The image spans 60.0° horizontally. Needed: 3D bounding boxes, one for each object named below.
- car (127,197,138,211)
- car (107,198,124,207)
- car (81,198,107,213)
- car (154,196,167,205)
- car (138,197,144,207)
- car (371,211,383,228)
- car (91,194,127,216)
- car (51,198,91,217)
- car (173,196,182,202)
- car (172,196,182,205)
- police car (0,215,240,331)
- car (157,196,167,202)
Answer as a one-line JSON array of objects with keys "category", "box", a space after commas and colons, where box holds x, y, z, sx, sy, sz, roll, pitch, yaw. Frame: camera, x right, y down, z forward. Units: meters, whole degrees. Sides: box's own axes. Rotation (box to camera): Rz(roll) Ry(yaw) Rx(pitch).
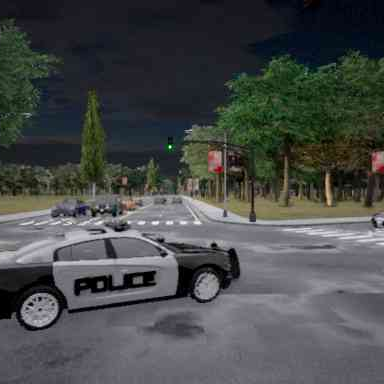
[{"category": "car", "box": [-8.407, 1.392, 41.485, 2.097, 1.767, 4.553, 0, 0, -2]}, {"category": "car", "box": [-12.155, 1.658, 53.221, 1.895, 1.301, 4.718, 0, 0, -2]}, {"category": "car", "box": [-11.580, 1.540, 39.521, 1.837, 1.490, 4.892, 0, 0, -2]}, {"category": "car", "box": [-5.992, 1.570, 61.982, 2.128, 1.511, 4.902, 0, 0, -3]}, {"category": "car", "box": [-8.887, 1.584, 52.954, 1.812, 1.442, 4.674, 0, 0, -2]}, {"category": "car", "box": [13.687, 1.599, 21.382, 4.902, 1.511, 2.128, 0, 0, -25]}, {"category": "car", "box": [-7.986, 1.250, 31.820, 2.150, 2.045, 5.566, 0, 0, -2]}, {"category": "car", "box": [-11.188, 1.377, 30.574, 2.097, 1.767, 4.553, 0, 0, -2]}, {"category": "car", "box": [-3.205, 1.535, 72.563, 1.895, 1.301, 4.718, 0, 0, -3]}, {"category": "car", "box": [-2.745, 1.572, 62.125, 2.128, 1.511, 4.902, 0, 0, -3]}, {"category": "police car", "box": [-1.453, 1.431, 6.862, 5.238, 1.638, 1.930, 0, 0, -25]}, {"category": "car", "box": [-6.452, 1.533, 72.419, 1.895, 1.301, 4.718, 0, 0, -3]}]
